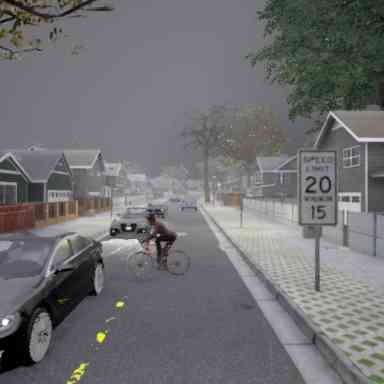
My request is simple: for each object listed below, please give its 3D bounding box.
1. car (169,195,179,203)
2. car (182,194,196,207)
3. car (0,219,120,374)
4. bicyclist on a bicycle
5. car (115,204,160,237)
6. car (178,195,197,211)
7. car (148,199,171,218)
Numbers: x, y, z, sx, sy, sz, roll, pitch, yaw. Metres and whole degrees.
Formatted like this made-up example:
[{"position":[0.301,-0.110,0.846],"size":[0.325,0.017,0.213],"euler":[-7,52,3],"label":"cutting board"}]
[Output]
[{"position":[-3.355,1.252,63.180],"size":[1.882,1.535,5.008],"euler":[0,0,1],"label":"car"},{"position":[-0.451,1.211,49.924],"size":[2.097,1.767,4.553],"euler":[0,0,0],"label":"car"},{"position":[-2.901,1.490,5.844],"size":[2.128,1.511,4.902],"euler":[0,0,-1],"label":"car"},{"position":[-0.885,1.443,8.820],"size":[1.656,1.620,0.582],"euler":[-2,0,-1],"label":"bicyclist on a bicycle"},{"position":[-3.027,1.547,17.800],"size":[1.994,1.385,4.181],"euler":[0,0,0],"label":"car"},{"position":[-0.334,1.458,39.295],"size":[2.033,1.411,5.357],"euler":[0,0,-1],"label":"car"},{"position":[-3.145,1.551,29.322],"size":[1.895,1.301,4.718],"euler":[0,0,0],"label":"car"}]
